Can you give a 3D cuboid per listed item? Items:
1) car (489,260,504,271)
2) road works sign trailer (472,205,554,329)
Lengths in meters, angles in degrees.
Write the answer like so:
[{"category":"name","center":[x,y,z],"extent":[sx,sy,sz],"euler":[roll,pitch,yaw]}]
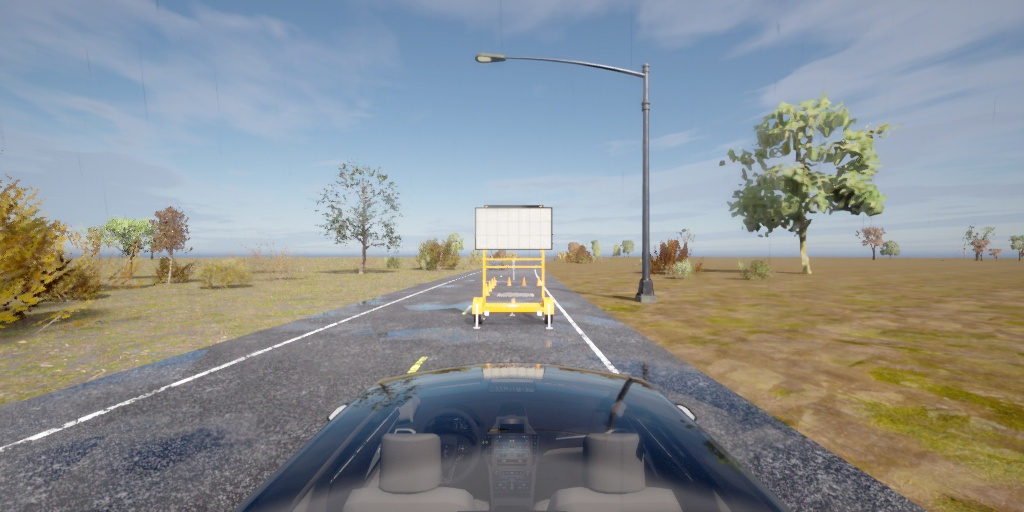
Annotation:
[{"category":"car","center":[-2.079,1.268,48.926],"extent":[1.812,1.442,4.674],"euler":[0,0,3]},{"category":"road works sign trailer","center":[0.054,0.214,11.252],"extent":[2.380,3.560,2.880],"euler":[0,0,1]}]
